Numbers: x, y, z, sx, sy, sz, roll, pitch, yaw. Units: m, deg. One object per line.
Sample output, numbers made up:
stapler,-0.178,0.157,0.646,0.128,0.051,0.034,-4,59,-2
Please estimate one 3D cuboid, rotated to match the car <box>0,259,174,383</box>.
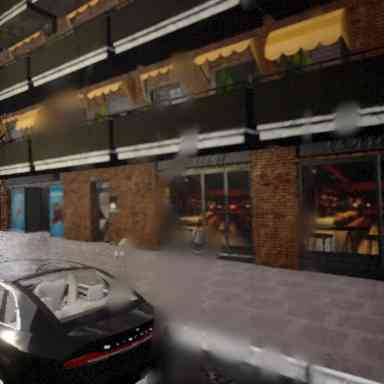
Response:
car,-2.248,1.562,4.339,4.403,1.369,2.008,0,-2,35
